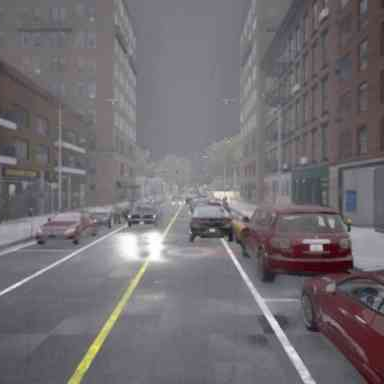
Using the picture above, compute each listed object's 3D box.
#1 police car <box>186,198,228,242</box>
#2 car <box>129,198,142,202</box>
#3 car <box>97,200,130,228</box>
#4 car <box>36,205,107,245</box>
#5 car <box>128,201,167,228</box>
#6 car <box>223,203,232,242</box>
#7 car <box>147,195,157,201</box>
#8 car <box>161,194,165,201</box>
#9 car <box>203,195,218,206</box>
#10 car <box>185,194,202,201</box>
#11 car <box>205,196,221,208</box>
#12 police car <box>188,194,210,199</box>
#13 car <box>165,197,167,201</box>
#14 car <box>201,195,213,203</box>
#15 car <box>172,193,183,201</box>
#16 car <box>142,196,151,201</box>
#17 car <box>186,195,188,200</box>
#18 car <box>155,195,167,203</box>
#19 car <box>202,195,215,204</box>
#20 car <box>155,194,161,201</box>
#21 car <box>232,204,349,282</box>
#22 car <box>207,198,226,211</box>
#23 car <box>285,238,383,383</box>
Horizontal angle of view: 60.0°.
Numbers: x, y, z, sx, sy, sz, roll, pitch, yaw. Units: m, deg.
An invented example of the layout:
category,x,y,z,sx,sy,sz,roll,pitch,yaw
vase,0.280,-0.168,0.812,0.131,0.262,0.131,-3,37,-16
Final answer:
category,x,y,z,sx,sy,sz,roll,pitch,yaw
police car,0.817,1.312,15.905,1.930,1.638,5.238,0,0,0
car,-5.399,1.361,25.977,1.887,1.381,4.507,0,0,0
car,-5.397,1.406,20.458,2.008,1.369,4.403,0,0,0
car,-5.394,1.476,14.939,1.802,1.307,4.206,0,0,0
car,-2.861,1.451,21.171,1.895,1.301,4.718,0,0,0
car,2.626,1.418,15.116,1.752,1.417,4.829,0,0,0
car,-5.405,1.292,37.013,2.008,1.369,4.403,0,0,0
car,-5.410,1.197,47.880,1.752,1.417,4.829,0,0,0
car,2.615,1.215,48.057,1.887,1.381,4.507,0,0,0
car,0.269,1.123,67.215,1.994,1.385,4.181,0,0,23
car,2.617,1.229,42.709,1.752,1.417,4.829,0,0,0
police car,0.810,1.201,31.905,1.930,1.638,5.238,0,0,0
car,-5.413,1.076,53.569,1.967,1.590,4.097,0,0,0
car,2.610,1.167,59.094,1.947,1.339,4.313,0,0,0
car,-2.780,0.934,63.164,1.994,1.385,4.181,0,0,0
car,-5.402,1.344,31.495,1.947,1.339,4.313,0,0,0
car,-0.024,1.124,51.885,1.882,1.535,5.008,0,0,0
car,-5.416,1.184,59.089,1.802,1.307,4.206,0,0,0
car,2.612,1.218,53.575,1.802,1.307,4.206,0,0,0
car,-5.408,1.146,42.531,1.967,1.590,4.097,0,0,0
car,2.634,1.248,9.429,2.192,1.841,5.009,0,0,0
car,2.620,1.322,37.021,1.802,1.307,4.206,0,0,0
car,2.636,1.553,3.912,1.802,1.307,4.206,0,0,0
